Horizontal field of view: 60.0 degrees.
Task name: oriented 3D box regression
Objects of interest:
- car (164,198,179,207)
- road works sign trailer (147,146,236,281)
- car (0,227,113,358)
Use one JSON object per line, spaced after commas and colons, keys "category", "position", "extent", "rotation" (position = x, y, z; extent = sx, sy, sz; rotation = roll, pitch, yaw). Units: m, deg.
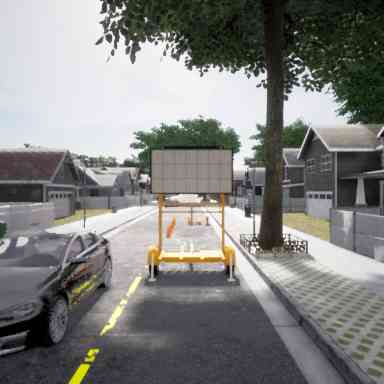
{"category": "car", "position": [-2.910, 1.510, 48.145], "extent": [1.994, 1.385, 4.181], "rotation": [0, 0, 0]}
{"category": "road works sign trailer", "position": [-0.007, 0.462, 9.785], "extent": [2.380, 3.560, 2.880], "rotation": [0, 0, 0]}
{"category": "car", "position": [-2.860, 1.490, 6.387], "extent": [2.128, 1.511, 4.902], "rotation": [0, 0, 0]}
